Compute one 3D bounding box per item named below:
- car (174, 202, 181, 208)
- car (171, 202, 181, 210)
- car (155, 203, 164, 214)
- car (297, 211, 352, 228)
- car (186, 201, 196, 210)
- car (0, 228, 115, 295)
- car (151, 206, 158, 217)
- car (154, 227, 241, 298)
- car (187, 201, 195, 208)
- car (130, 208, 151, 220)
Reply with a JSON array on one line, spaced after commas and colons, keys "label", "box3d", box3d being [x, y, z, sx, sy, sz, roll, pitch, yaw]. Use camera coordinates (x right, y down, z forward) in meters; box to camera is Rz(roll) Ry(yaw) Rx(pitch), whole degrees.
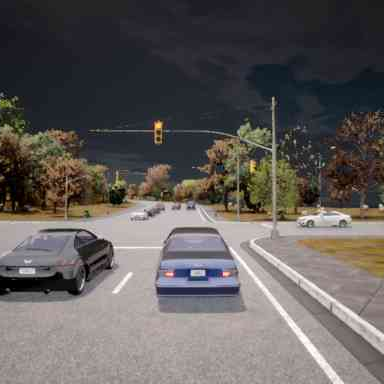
[{"label": "car", "box3d": [-3.878, 3.405, 88.186, 1.837, 1.490, 4.892, 0, 0, -4]}, {"label": "car", "box3d": [-3.731, 3.465, 78.210, 1.812, 1.442, 4.674, 0, 0, 0]}, {"label": "car", "box3d": [-7.228, 3.519, 64.939, 2.033, 1.411, 5.357, 0, 0, 0]}, {"label": "car", "box3d": [11.743, 2.408, 29.591, 4.674, 1.442, 1.812, 0, -3, -1]}, {"label": "car", "box3d": [-0.229, 3.290, 77.750, 2.097, 1.767, 4.553, 0, 0, 0]}, {"label": "car", "box3d": [-3.447, 1.663, 8.976, 1.994, 1.385, 4.181, 0, -1, 0]}, {"label": "car", "box3d": [-7.251, 3.456, 55.192, 1.895, 1.301, 4.718, 0, -1, 0]}, {"label": "car", "box3d": [0.066, 1.645, 8.869, 2.033, 1.411, 5.357, 0, -1, -1]}, {"label": "car", "box3d": [-0.354, 3.220, 87.929, 1.882, 1.535, 5.008, 0, 0, -4]}, {"label": "car", "box3d": [-7.241, 3.133, 46.172, 1.812, 1.442, 4.674, 0, -2, 0]}]
